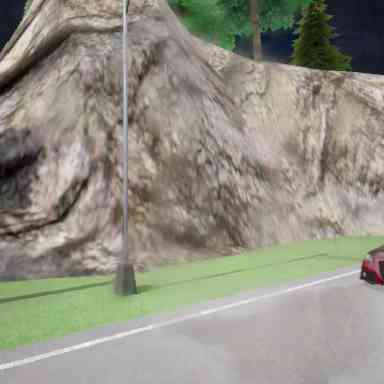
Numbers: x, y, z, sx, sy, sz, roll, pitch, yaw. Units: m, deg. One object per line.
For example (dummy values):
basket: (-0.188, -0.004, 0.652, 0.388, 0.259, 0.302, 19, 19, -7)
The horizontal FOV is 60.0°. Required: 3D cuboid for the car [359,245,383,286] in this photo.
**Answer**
car: (5.996, 1.561, 8.126, 4.181, 1.385, 1.994, 0, 0, -34)
